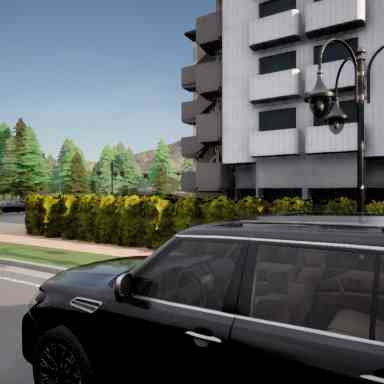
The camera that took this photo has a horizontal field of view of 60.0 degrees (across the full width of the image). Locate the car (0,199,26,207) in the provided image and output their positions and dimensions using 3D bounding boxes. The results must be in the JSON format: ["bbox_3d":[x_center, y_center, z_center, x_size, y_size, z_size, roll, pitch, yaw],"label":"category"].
[{"bbox_3d":[-18.192,1.491,33.490,2.128,1.511,4.902,0,0,33],"label":"car"}]

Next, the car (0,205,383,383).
[{"bbox_3d":[0.743,1.221,3.139,5.566,2.045,2.150,0,0,34],"label":"car"}]
